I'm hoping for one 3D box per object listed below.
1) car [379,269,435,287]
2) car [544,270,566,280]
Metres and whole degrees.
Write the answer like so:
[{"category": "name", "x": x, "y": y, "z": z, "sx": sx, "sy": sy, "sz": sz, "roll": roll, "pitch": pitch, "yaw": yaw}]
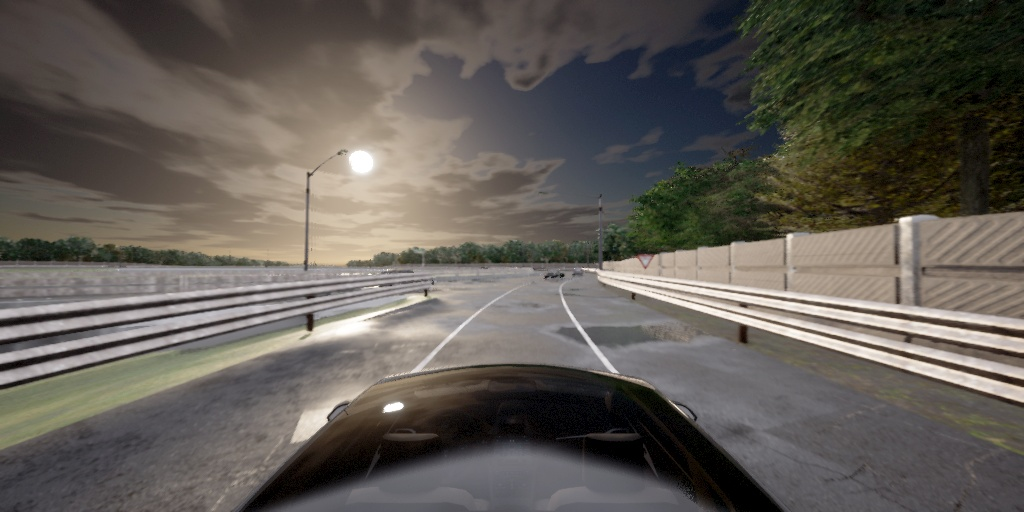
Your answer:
[{"category": "car", "x": -8.165, "y": 1.776, "z": 27.492, "sx": 1.837, "sy": 1.490, "sz": 4.892, "roll": 0, "pitch": -2, "yaw": 39}, {"category": "car", "x": 6.063, "y": 2.613, "z": 50.343, "sx": 1.895, "sy": 1.301, "sz": 4.718, "roll": 0, "pitch": -2, "yaw": 24}]
